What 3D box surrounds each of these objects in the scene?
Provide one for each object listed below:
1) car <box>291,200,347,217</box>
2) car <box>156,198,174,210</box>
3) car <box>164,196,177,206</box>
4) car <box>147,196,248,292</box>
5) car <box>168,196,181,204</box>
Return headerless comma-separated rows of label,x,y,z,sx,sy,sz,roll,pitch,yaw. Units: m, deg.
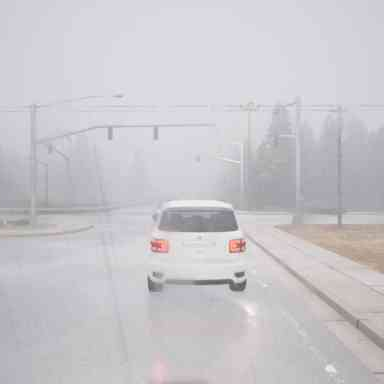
car,11.638,1.519,30.559,4.902,1.511,2.128,0,0,1
car,-3.594,1.547,44.945,2.033,1.411,5.357,0,0,0
car,-3.567,1.504,55.132,1.837,1.490,4.892,0,0,0
car,0.066,1.218,9.092,2.150,2.045,5.566,0,0,-2
car,-3.424,1.490,65.899,2.128,1.511,4.902,0,0,1
